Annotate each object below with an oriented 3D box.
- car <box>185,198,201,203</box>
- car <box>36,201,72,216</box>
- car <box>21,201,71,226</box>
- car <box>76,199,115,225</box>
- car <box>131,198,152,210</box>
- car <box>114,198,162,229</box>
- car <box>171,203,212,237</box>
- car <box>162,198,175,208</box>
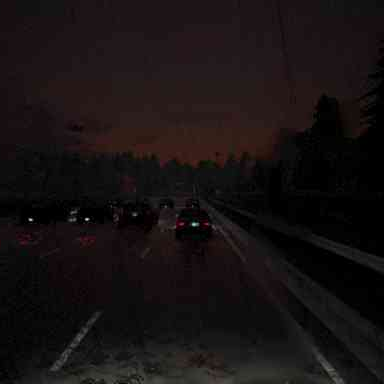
[{"bbox_3d":[0.101,1.567,45.492,1.837,1.490,4.892,0,0,0],"label":"car"},{"bbox_3d":[-13.903,1.611,33.796,1.994,1.385,4.181,0,0,0],"label":"car"},{"bbox_3d":[-10.398,1.537,23.855,1.837,1.490,4.892,0,0,0],"label":"car"},{"bbox_3d":[-6.899,1.538,24.298,1.837,1.490,4.892,0,0,0],"label":"car"},{"bbox_3d":[-6.897,1.554,45.867,2.128,1.511,4.902,0,0,0],"label":"car"},{"bbox_3d":[-3.399,1.382,21.866,2.097,1.767,4.553,0,0,0],"label":"car"},{"bbox_3d":[0.100,1.572,18.013,2.033,1.411,5.357,0,0,0],"label":"car"},{"bbox_3d":[-3.398,1.567,45.459,1.837,1.490,4.892,0,0,0],"label":"car"}]
